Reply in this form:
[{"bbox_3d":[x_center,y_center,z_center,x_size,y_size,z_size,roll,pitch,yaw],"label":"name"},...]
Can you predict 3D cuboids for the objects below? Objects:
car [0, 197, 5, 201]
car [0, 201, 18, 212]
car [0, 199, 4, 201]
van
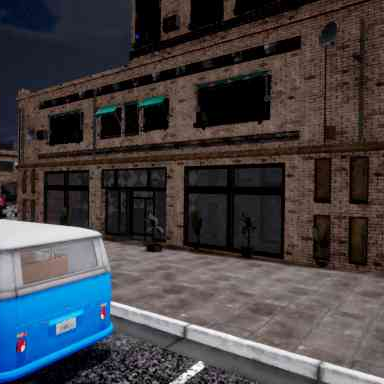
[{"bbox_3d":[-22.870,1.411,36.222,2.192,1.841,5.009,0,0,36],"label":"car"},{"bbox_3d":[-16.117,1.793,31.264,1.947,1.339,4.313,0,0,36],"label":"car"},{"bbox_3d":[-21.779,1.684,33.341,1.994,1.385,4.181,1,0,36],"label":"car"},{"bbox_3d":[-2.989,1.340,4.993,3.998,1.788,1.690,0,1,36],"label":"van"}]
